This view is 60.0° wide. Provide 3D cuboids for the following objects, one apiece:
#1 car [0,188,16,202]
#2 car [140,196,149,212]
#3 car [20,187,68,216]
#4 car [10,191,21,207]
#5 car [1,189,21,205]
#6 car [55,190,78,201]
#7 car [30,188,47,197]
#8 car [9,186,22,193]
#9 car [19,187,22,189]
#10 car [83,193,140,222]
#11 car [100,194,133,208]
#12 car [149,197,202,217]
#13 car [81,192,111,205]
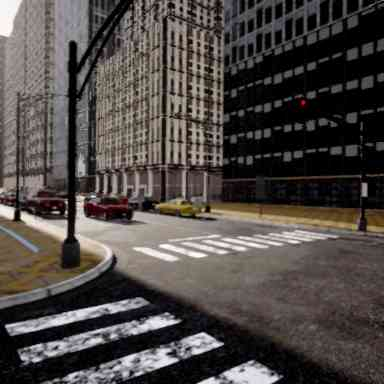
[{"bbox_3d":[-21.461,0.596,38.798,1.802,1.307,4.206,2,0,-38],"label":"car"},{"bbox_3d":[-4.555,1.052,30.542,1.947,1.339,4.313,2,0,-38],"label":"car"},{"bbox_3d":[-11.187,0.744,25.429,2.192,1.841,5.009,2,0,-38],"label":"car"},{"bbox_3d":[-14.617,0.857,29.886,1.947,1.339,4.313,2,0,-38],"label":"car"},{"bbox_3d":[-18.038,0.697,34.342,1.887,1.381,4.507,2,0,-38],"label":"car"},{"bbox_3d":[-18.244,0.499,48.368,1.947,1.339,4.313,2,0,-38],"label":"car"},{"bbox_3d":[-28.613,0.041,61.872,1.752,1.417,4.829,2,0,-38],"label":"car"},{"bbox_3d":[-42.195,-0.588,79.563,1.967,1.590,4.097,2,0,-38],"label":"car"},{"bbox_3d":[-35.355,-0.210,70.651,1.887,1.381,4.507,2,0,-38],"label":"car"},{"bbox_3d":[-5.760,1.067,22.748,1.882,1.535,5.008,0,1,-38],"label":"car"},{"bbox_3d":[-7.978,0.929,34.998,1.802,1.307,4.206,2,0,-38],"label":"car"},{"bbox_3d":[-1.168,1.146,26.276,1.752,1.417,4.829,2,0,-38],"label":"car"},{"bbox_3d":[-11.400,0.775,39.455,1.947,1.339,4.313,2,0,-38],"label":"car"}]
